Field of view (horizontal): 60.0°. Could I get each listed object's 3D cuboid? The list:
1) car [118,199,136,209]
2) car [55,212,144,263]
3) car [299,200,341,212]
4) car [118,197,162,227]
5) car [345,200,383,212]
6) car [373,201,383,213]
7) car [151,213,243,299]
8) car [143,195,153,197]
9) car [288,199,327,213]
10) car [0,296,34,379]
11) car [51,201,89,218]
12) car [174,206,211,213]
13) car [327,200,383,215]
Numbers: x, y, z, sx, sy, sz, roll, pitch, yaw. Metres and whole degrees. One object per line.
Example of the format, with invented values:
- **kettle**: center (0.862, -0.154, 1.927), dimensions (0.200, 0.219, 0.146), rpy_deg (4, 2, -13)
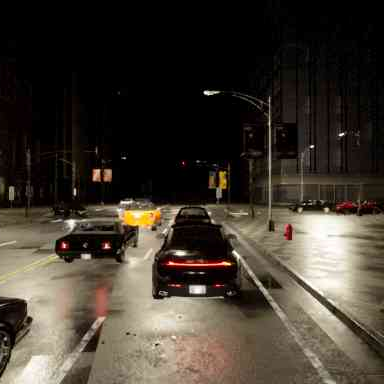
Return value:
- **car**: center (-9.736, 1.746, 50.428), dimensions (1.812, 1.442, 4.674), rpy_deg (0, 0, 0)
- **car**: center (-3.123, 1.615, 12.020), dimensions (1.895, 1.301, 4.718), rpy_deg (0, 0, 0)
- **car**: center (15.270, 1.663, 39.797), dimensions (4.313, 1.339, 1.947), rpy_deg (0, 0, -1)
- **car**: center (-3.104, 1.397, 21.014), dimensions (2.097, 1.767, 4.553), rpy_deg (0, 0, 0)
- **car**: center (20.910, 1.644, 39.873), dimensions (4.313, 1.339, 1.947), rpy_deg (0, 0, -1)
- **car**: center (23.108, 1.640, 37.150), dimensions (4.718, 1.301, 1.895), rpy_deg (0, -1, -1)
- **car**: center (0.116, 1.512, 8.409), dimensions (1.837, 1.490, 4.892), rpy_deg (0, 0, 0)
- **car**: center (-9.598, 1.603, 71.790), dimensions (2.150, 2.045, 5.566), rpy_deg (0, 0, 0)
- **car**: center (13.207, 1.576, 37.016), dimensions (4.892, 1.490, 1.837), rpy_deg (0, -1, -1)
- **car**: center (-3.152, 1.548, 2.233), dimensions (2.033, 1.411, 5.357), rpy_deg (0, 0, 0)
- **car**: center (-11.010, 1.595, 29.896), dimensions (1.837, 1.490, 4.892), rpy_deg (4, -3, -43)
- **car**: center (0.038, 1.510, 17.900), dimensions (1.882, 1.535, 5.008), rpy_deg (0, 0, 0)
- **car**: center (15.382, 1.577, 31.273), dimensions (4.206, 1.307, 1.802), rpy_deg (0, 0, -1)
